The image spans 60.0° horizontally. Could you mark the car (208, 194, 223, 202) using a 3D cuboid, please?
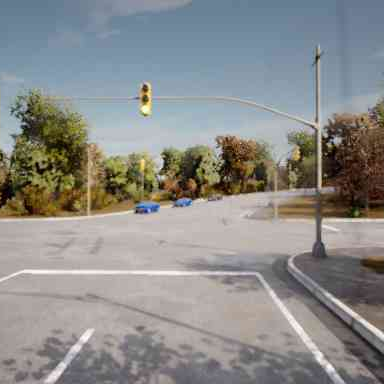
[{"bbox_3d":[4.908,1.190,69.817,2.128,1.511,4.902,0,3,27],"label":"car"}]

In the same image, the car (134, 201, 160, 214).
[{"bbox_3d":[-5.727,1.973,43.050,1.882,1.535,5.008,0,1,16],"label":"car"}]

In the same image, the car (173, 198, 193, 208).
[{"bbox_3d":[-1.503,1.772,55.902,1.882,1.535,5.008,0,2,21],"label":"car"}]
